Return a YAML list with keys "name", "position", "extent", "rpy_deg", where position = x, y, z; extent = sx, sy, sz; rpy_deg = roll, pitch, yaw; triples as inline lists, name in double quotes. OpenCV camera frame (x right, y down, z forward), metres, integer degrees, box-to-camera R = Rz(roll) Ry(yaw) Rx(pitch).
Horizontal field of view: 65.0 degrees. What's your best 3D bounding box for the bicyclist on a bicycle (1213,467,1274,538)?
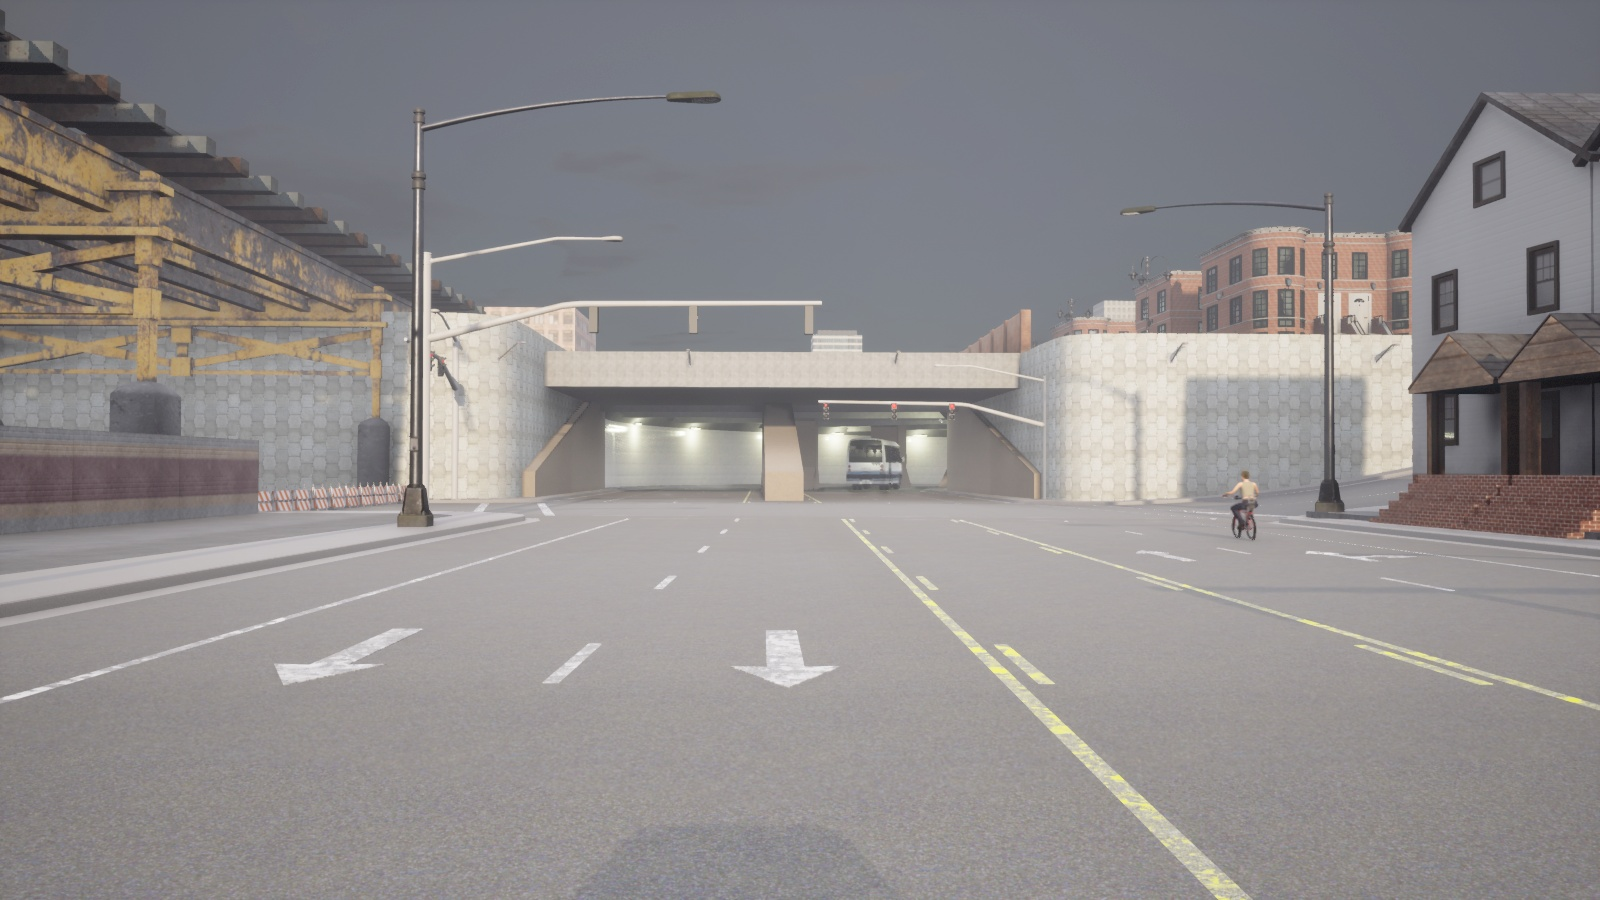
- name: "bicyclist on a bicycle"
  position: [10.330, 1.200, 29.276]
  extent: [0.866, 1.612, 1.509]
  rpy_deg: [0, -1, 0]
